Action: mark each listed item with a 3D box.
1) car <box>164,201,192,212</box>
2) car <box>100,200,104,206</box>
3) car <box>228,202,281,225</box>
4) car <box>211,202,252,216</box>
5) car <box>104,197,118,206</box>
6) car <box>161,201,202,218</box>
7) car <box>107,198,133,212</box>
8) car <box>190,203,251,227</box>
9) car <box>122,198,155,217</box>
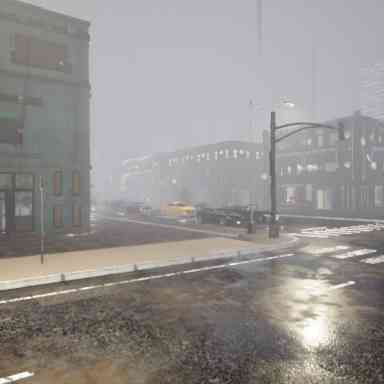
[{"bbox_3d":[-1.970,1.964,46.060,1.802,1.307,4.206,-1,0,-35],"label":"car"},{"bbox_3d":[-17.677,2.225,68.847,1.887,1.381,4.507,-1,0,-35],"label":"car"},{"bbox_3d":[4.787,1.701,26.084,2.128,1.511,4.902,-1,0,-33],"label":"car"},{"bbox_3d":[4.311,1.807,36.945,2.008,1.369,4.403,-2,0,-35],"label":"car"},{"bbox_3d":[-14.542,1.937,64.289,2.192,1.841,5.009,-1,0,-35],"label":"car"},{"bbox_3d":[-1.461,1.813,35.132,1.882,1.535,5.008,-1,0,-34],"label":"car"},{"bbox_3d":[-10.089,1.984,47.703,1.882,1.535,5.008,-1,0,-34],"label":"car"},{"bbox_3d":[2.046,1.813,25.251,1.947,1.339,4.313,-1,0,-35],"label":"car"},{"bbox_3d":[-5.732,1.845,36.745,1.967,1.590,4.097,-1,0,-35],"label":"car"}]
